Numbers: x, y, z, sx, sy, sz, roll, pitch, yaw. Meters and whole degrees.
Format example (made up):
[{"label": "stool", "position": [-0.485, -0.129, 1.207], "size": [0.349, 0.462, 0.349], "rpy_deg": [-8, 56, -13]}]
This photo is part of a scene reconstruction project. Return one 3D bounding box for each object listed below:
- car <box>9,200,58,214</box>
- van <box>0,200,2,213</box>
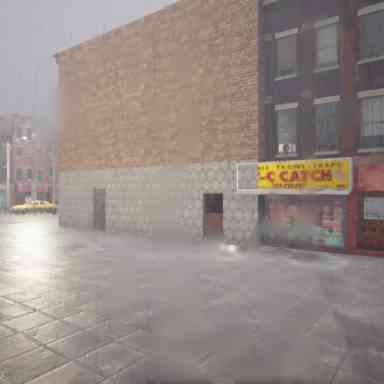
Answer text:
[{"label": "car", "position": [-16.588, 1.517, 35.003], "size": [1.752, 1.417, 4.829], "rpy_deg": [0, 0, 36]}, {"label": "van", "position": [-19.760, 1.337, 30.580], "size": [1.690, 1.788, 3.998], "rpy_deg": [0, 0, 36]}]
